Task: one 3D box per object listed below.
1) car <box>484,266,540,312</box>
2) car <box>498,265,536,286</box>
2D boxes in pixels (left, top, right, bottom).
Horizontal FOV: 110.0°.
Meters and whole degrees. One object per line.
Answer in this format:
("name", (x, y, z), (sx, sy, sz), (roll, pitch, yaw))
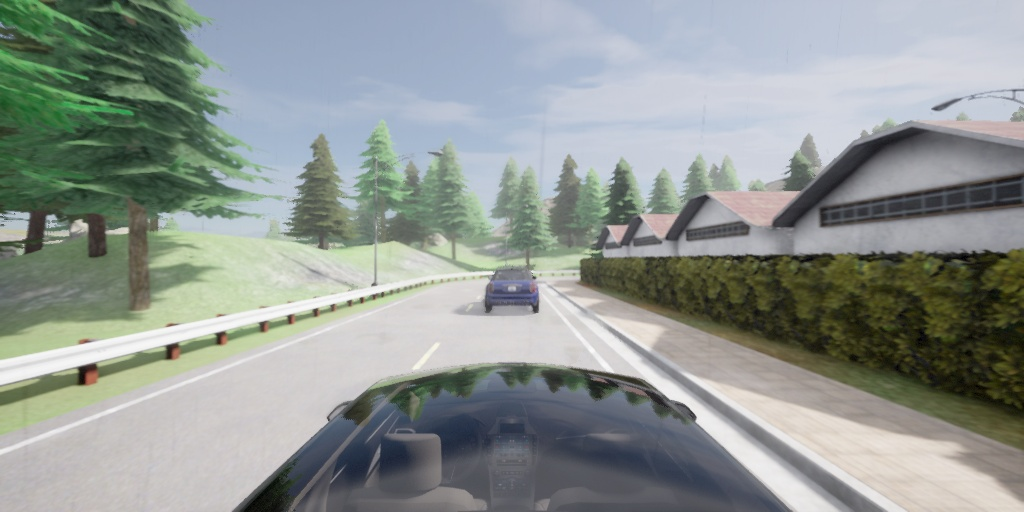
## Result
("car", (0.023, 1.248, 15.261), (2.097, 1.767, 4.553), (0, -1, 1))
("car", (0.559, 1.543, 30.105), (2.128, 1.511, 4.902), (0, 0, 14))
